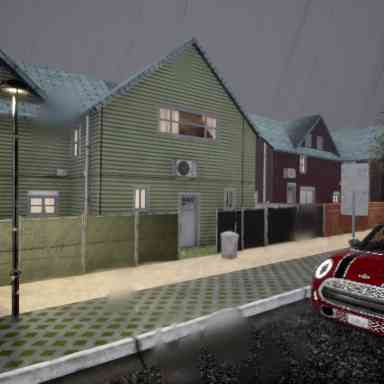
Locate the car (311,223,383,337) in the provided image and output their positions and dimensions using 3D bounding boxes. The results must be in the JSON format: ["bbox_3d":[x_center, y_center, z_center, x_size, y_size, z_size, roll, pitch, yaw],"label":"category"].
[{"bbox_3d":[4.301,1.357,6.362,4.553,1.767,2.097,0,0,-37],"label":"car"}]
